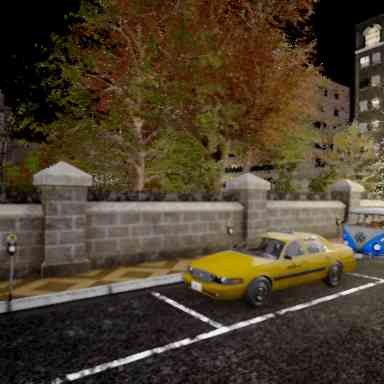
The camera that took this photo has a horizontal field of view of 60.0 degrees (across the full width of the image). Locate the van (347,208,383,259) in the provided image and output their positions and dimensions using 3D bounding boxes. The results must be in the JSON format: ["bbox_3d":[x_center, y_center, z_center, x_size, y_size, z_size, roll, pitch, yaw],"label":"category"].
[{"bbox_3d":[6.772,1.431,11.380,3.998,1.788,1.690,1,0,-36],"label":"van"}]

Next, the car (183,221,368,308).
[{"bbox_3d":[2.062,1.572,8.021,4.829,1.417,1.752,1,0,-36],"label":"car"}]
